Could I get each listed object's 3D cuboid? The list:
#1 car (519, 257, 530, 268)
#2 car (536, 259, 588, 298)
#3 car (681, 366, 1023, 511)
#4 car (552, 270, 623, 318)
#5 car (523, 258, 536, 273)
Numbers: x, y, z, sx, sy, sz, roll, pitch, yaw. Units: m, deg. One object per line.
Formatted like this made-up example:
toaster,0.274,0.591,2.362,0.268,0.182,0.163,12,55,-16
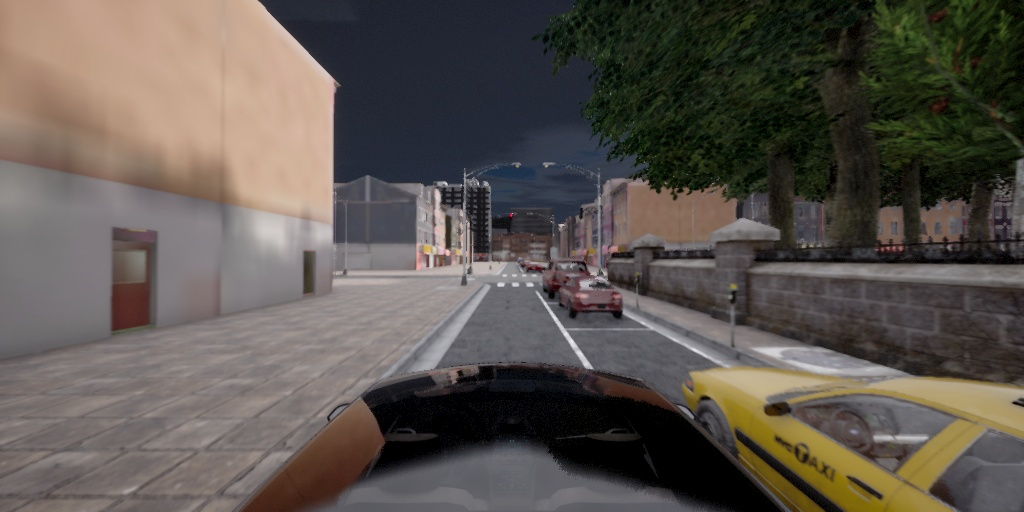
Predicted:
car,2.649,1.351,60.849,1.888,1.381,4.507,0,0,0
car,2.641,1.062,18.109,2.192,1.841,5.009,0,0,0
car,2.639,1.276,1.932,1.751,1.417,4.829,0,0,0
car,2.640,1.328,12.660,1.802,1.307,4.207,0,0,0
car,2.646,1.318,44.538,1.888,1.381,4.507,0,0,0
